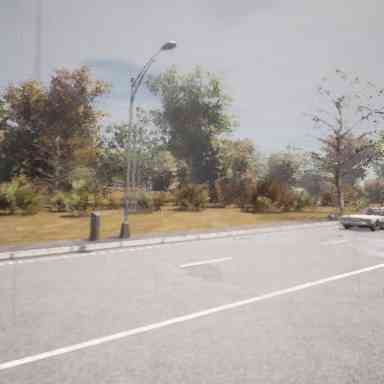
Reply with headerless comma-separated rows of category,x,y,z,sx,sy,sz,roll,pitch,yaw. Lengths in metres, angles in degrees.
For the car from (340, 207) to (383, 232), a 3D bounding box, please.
car,11.180,1.633,20.428,4.718,1.301,1.895,0,0,-35
